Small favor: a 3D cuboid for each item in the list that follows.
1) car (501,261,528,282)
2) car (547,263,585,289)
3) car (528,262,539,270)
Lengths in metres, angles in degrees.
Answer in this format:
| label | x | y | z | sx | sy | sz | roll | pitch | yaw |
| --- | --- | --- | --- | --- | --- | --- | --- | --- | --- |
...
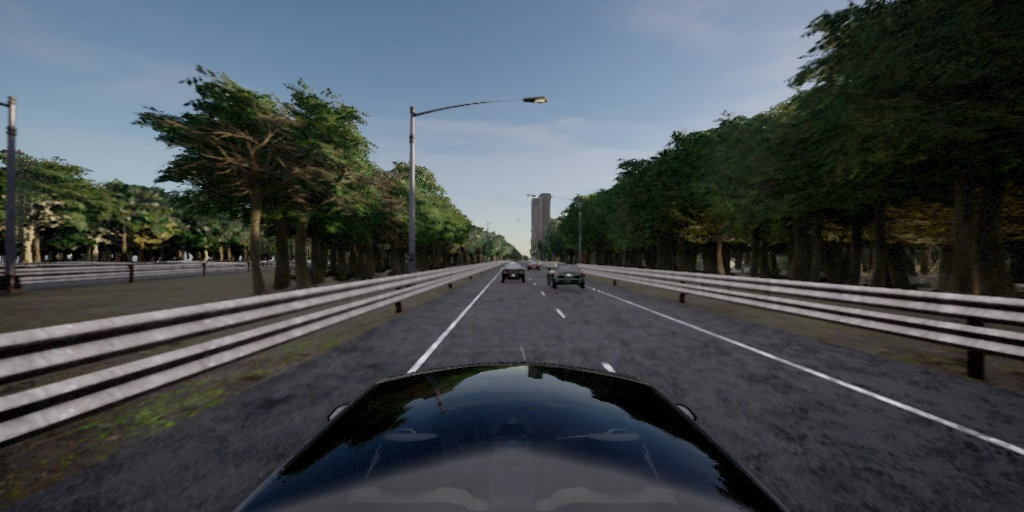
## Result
| label | x | y | z | sx | sy | sz | roll | pitch | yaw |
| --- | --- | --- | --- | --- | --- | --- | --- | --- | --- |
| car | 0.110 | 1.408 | 31.350 | 1.882 | 1.535 | 5.008 | 0 | 0 | 0 |
| car | 3.607 | 1.242 | 24.830 | 2.097 | 1.767 | 4.553 | 0 | 0 | 0 |
| car | 3.619 | 1.673 | 61.603 | 1.812 | 1.442 | 4.674 | 0 | -1 | 0 |
